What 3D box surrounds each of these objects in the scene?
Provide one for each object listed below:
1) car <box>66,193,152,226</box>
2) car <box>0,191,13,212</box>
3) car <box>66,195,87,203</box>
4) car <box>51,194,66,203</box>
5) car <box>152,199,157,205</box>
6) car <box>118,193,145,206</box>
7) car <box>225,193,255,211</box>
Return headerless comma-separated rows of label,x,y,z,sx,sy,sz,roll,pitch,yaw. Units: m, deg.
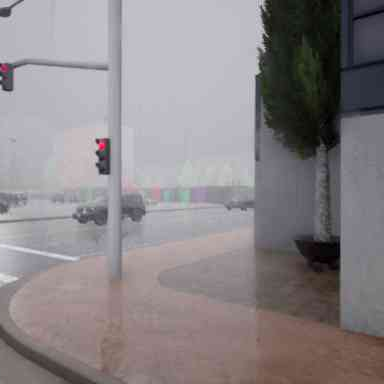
car,-5.748,1.191,23.921,2.150,2.045,5.566,0,0,36
car,-20.415,1.096,33.883,3.866,1.878,1.905,0,0,35
car,-21.642,1.275,62.357,3.905,1.438,1.784,0,0,35
car,-23.372,1.064,60.033,4.605,1.855,1.932,0,0,35
car,-7.393,1.335,52.255,3.806,1.475,1.970,0,0,35
car,-9.078,1.096,49.901,3.866,1.878,1.905,0,0,35
car,6.156,1.190,39.806,2.150,2.045,5.566,0,0,37
